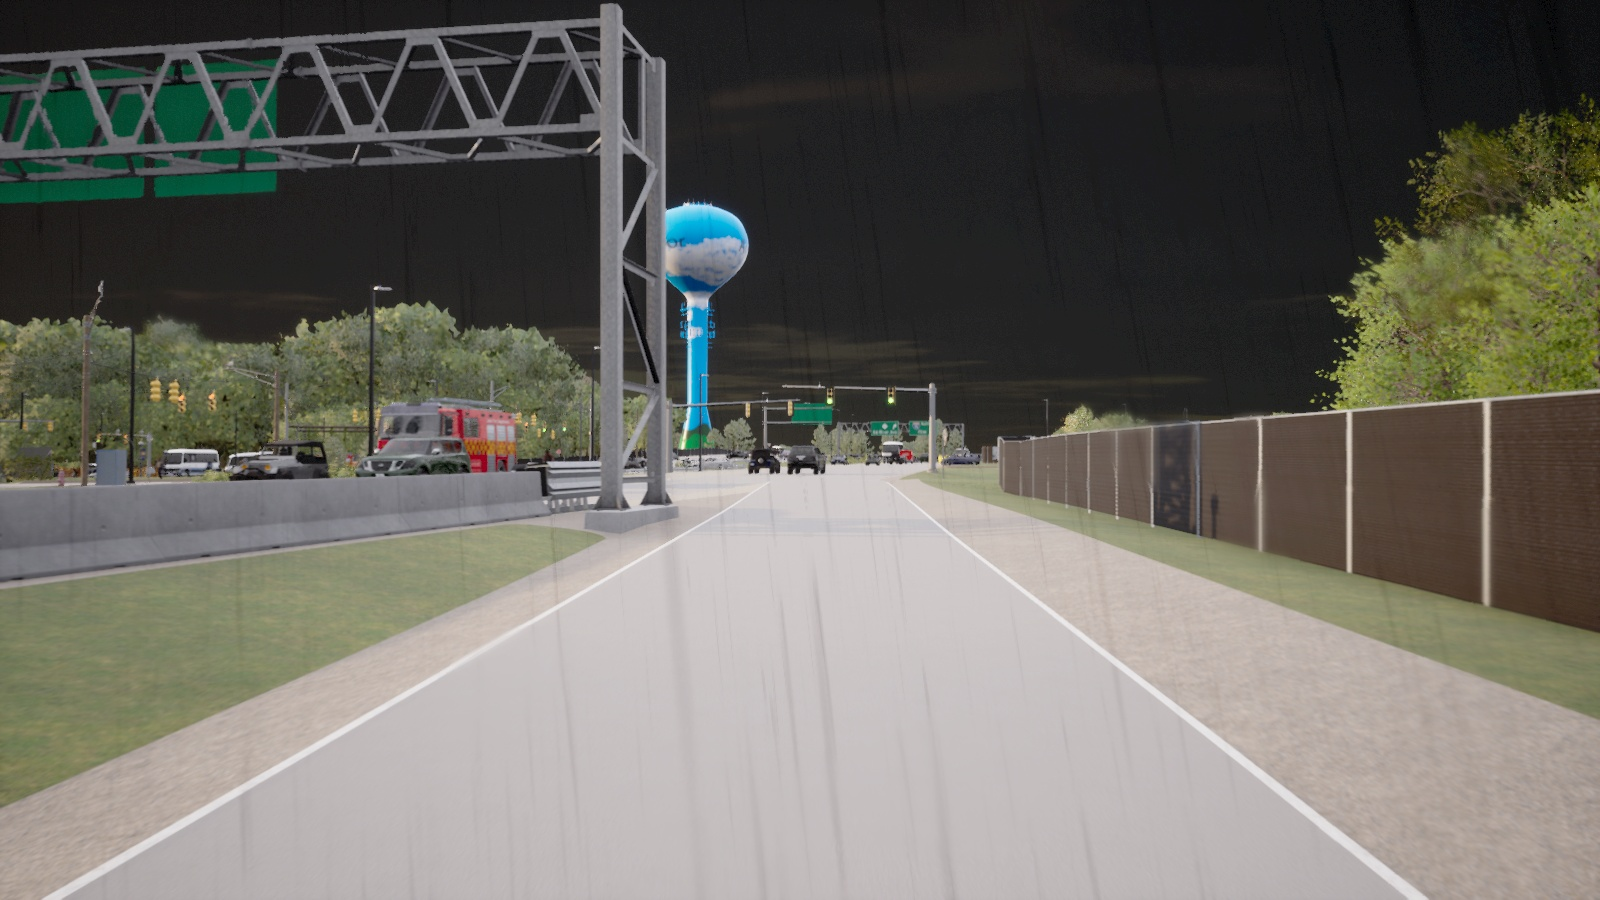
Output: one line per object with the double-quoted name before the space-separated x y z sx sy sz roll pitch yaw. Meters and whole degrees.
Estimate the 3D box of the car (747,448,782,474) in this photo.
"car" -2.584 0.789 91.923 1.905 1.878 3.866 0 0 9

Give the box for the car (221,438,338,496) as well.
"car" -17.503 0.564 42.450 1.905 1.878 3.866 0 0 9

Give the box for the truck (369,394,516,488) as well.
"truck" -15.489 -0.336 55.188 2.891 3.827 8.468 0 0 9

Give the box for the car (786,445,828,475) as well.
"car" 0.508 0.692 89.072 2.150 2.045 5.566 0 0 9

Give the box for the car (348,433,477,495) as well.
"car" -13.621 0.490 44.591 2.150 2.045 5.566 0 0 9
